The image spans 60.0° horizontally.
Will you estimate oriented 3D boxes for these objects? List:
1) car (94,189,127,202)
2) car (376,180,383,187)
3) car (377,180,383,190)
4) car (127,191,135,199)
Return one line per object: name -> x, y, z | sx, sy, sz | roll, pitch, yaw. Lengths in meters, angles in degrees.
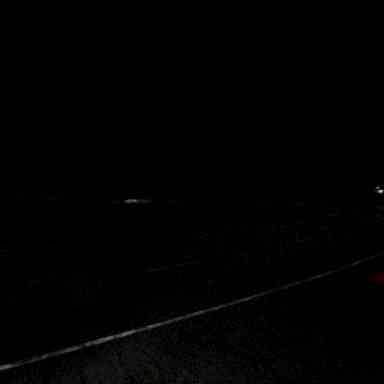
car -> -12.805, 0.593, 50.656 | 4.902, 1.511, 2.128 | 2, 4, 31
car -> 44.062, -1.994, 77.318 | 2.033, 1.411, 5.357 | -2, 2, 28
car -> 36.501, -1.290, 62.788 | 1.882, 1.535, 5.008 | -2, 2, 28
car -> -11.365, 0.267, 53.862 | 4.553, 1.767, 2.097 | 2, 4, 31
